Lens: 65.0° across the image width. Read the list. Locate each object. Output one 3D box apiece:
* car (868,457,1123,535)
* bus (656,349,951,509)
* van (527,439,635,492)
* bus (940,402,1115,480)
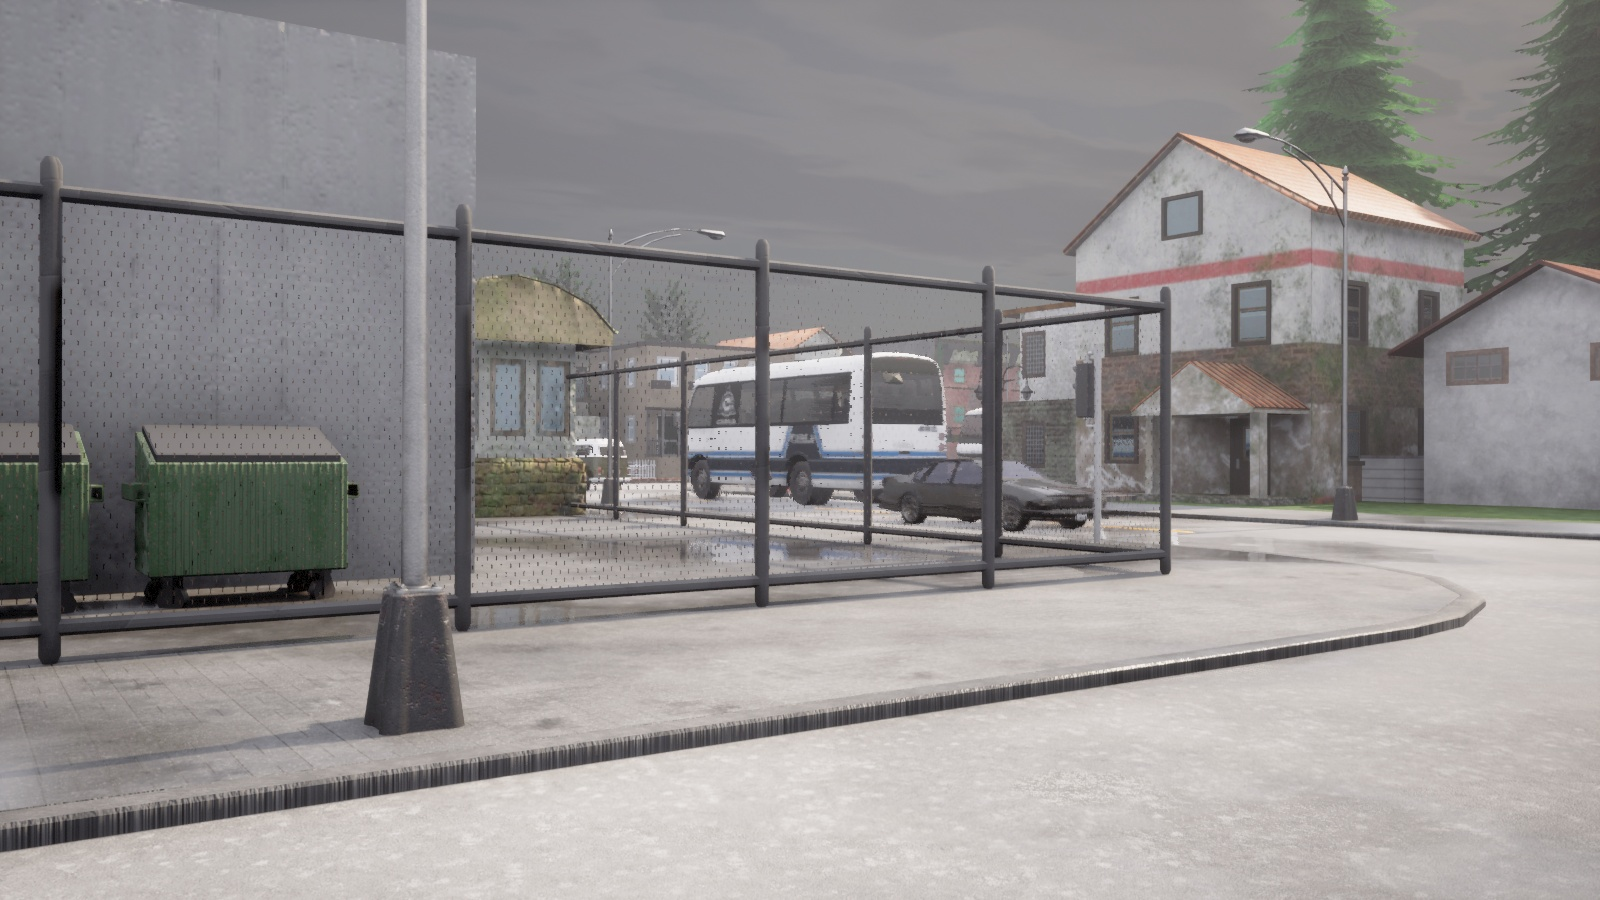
[{"bbox_3d":[3.833,0.847,25.712,2.033,1.411,5.357,0,0,-34],"label":"car"},{"bbox_3d":[-0.259,-0.536,38.750,3.944,4.253,10.273,0,0,-34],"label":"bus"},{"bbox_3d":[-8.810,0.610,50.405,2.069,2.038,4.480,1,-1,-45],"label":"van"},{"bbox_3d":[13.354,-0.481,73.223,10.273,4.253,3.944,0,0,-35],"label":"bus"}]
